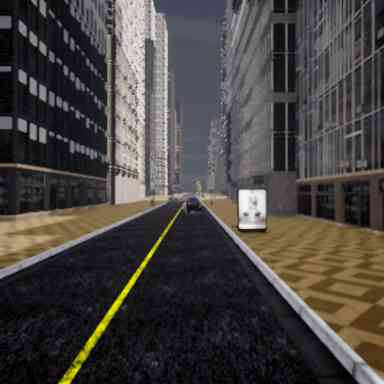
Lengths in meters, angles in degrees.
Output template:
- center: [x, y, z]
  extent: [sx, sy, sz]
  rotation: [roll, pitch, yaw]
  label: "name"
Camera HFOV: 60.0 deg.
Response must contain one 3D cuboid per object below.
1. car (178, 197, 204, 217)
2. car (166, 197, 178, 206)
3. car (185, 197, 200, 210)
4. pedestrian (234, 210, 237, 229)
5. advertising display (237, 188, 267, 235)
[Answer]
- center: [0.064, 1.486, 31.240]
  extent: [2.128, 1.511, 4.902]
  rotation: [0, 0, 0]
  label: "car"
- center: [-3.029, 1.533, 53.079]
  extent: [2.033, 1.411, 5.357]
  rotation: [0, 0, 1]
  label: "car"
- center: [0.064, 1.495, 44.989]
  extent: [1.837, 1.490, 4.892]
  rotation: [0, 0, 1]
  label: "car"
- center: [2.739, 1.138, 18.605]
  extent: [0.375, 1.860, 0.375]
  rotation: [0, 0, -5]
  label: "pedestrian"
- center: [3.137, 1.022, 17.371]
  extent: [1.540, 2.440, 0.280]
  rotation: [0, 0, 0]
  label: "advertising display"
